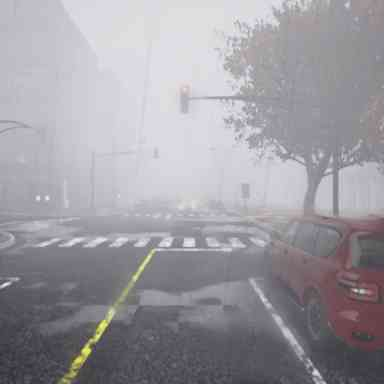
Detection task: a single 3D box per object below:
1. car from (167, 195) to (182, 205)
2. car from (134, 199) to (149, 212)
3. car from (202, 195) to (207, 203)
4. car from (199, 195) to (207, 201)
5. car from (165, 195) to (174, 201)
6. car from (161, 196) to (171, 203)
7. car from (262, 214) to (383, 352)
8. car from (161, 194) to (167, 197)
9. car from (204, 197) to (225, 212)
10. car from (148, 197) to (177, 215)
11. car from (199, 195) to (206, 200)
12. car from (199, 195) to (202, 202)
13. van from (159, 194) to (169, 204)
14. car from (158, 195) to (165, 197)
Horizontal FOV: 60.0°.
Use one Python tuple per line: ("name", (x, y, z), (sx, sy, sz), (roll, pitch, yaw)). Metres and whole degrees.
("car", (-2.878, 1.555, 59.203), (1.994, 1.385, 4.181), (0, 0, 0))
("car", (-5.609, 1.535, 38.542), (2.008, 1.369, 4.403), (0, 0, 0))
("car", (2.794, 1.512, 49.760), (1.752, 1.417, 4.829), (0, 0, 0))
("car", (2.874, 1.557, 88.319), (1.887, 1.381, 4.507), (0, 0, 0))
("car", (-5.517, 1.447, 82.804), (1.967, 1.590, 4.097), (0, 0, 0))
("car", (-5.540, 1.580, 71.738), (1.802, 1.307, 4.206), (0, 0, 0))
("car", (2.705, 1.311, 6.137), (2.192, 1.841, 5.009), (0, 0, 0))
("car", (-5.563, 1.432, 60.673), (1.967, 1.590, 4.097), (0, 0, 0))
("car", (2.771, 1.529, 38.525), (1.887, 1.381, 4.507), (0, 0, 0))
("car", (-2.936, 1.546, 34.620), (2.033, 1.411, 5.357), (0, 0, 0))
("car", (2.886, 1.569, 93.851), (2.008, 1.369, 4.403), (0, 0, 0))
("car", (2.829, 1.577, 66.187), (1.802, 1.307, 4.206), (0, 0, 0))
("van", (-5.552, 1.336, 66.206), (1.690, 1.788, 3.998), (0, 0, 0))
("car", (-5.586, 1.537, 49.608), (2.008, 1.369, 4.403), (0, 0, 0))
